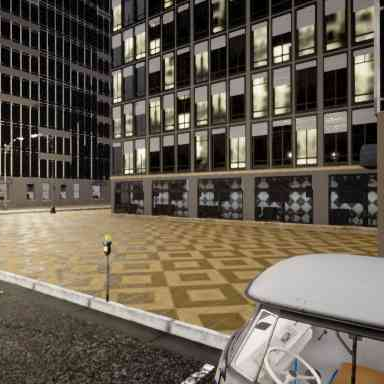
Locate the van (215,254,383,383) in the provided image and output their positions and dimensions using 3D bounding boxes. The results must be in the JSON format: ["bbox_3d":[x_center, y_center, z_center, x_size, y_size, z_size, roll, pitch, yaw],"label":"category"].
[{"bbox_3d":[1.933,1.341,1.500,3.998,1.788,1.690,0,0,35],"label":"van"}]
